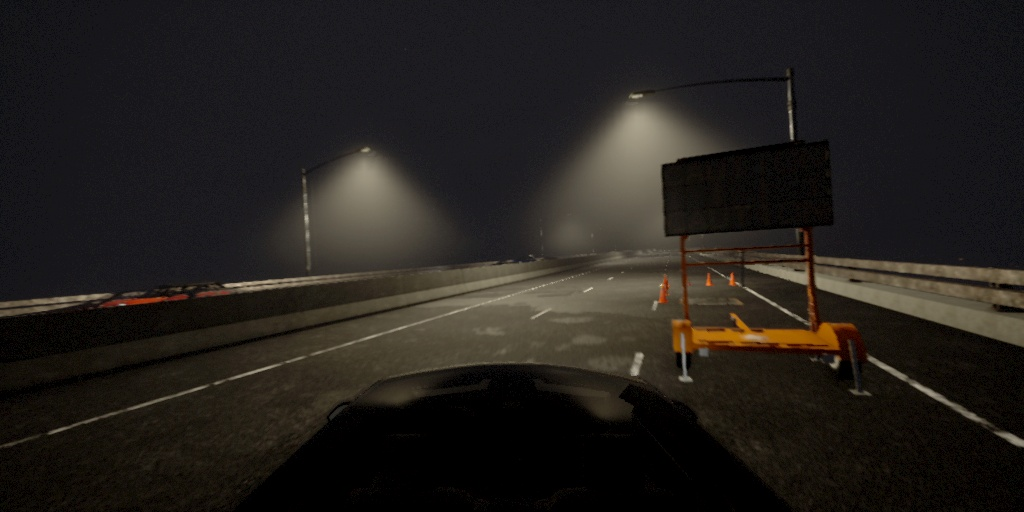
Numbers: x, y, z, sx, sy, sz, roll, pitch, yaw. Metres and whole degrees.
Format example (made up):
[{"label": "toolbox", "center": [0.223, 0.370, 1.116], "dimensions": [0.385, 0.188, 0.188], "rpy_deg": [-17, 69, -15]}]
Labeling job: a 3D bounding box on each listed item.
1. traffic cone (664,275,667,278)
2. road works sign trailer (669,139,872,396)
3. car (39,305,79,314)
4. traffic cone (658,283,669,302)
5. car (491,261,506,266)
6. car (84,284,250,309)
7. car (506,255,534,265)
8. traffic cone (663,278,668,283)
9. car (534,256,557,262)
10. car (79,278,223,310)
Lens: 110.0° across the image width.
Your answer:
[{"label": "traffic cone", "center": [7.204, 1.306, 16.853], "dimensions": [0.340, 0.580, 0.340], "rpy_deg": [0, 0, 24]}, {"label": "road works sign trailer", "center": [4.066, -0.015, 6.206], "dimensions": [2.380, 3.560, 2.880], "rpy_deg": [0, 0, 24]}, {"label": "car", "center": [-18.082, 2.352, 16.927], "dimensions": [2.033, 1.411, 5.357], "rpy_deg": [-3, 0, 24]}, {"label": "traffic cone", "center": [5.570, 1.396, 13.203], "dimensions": [0.340, 0.580, 0.340], "rpy_deg": [0, 0, 24]}, {"label": "car", "center": [-1.466, 1.425, 53.917], "dimensions": [2.033, 1.411, 5.357], "rpy_deg": [-3, 0, 25]}, {"label": "car", "center": [-11.853, 1.990, 13.739], "dimensions": [2.033, 1.411, 5.357], "rpy_deg": [-3, 0, 24]}, {"label": "car", "center": [1.675, 0.918, 52.436], "dimensions": [2.150, 2.045, 5.566], "rpy_deg": [-3, 0, 25]}, {"label": "traffic cone", "center": [6.387, 1.351, 15.028], "dimensions": [0.340, 0.580, 0.340], "rpy_deg": [0, 0, 24]}, {"label": "car", "center": [5.380, 0.833, 52.115], "dimensions": [2.097, 1.767, 4.553], "rpy_deg": [-3, 0, 25]}, {"label": "car", "center": [-14.848, 1.969, 15.615], "dimensions": [2.097, 1.767, 4.553], "rpy_deg": [-3, 0, 24]}]
